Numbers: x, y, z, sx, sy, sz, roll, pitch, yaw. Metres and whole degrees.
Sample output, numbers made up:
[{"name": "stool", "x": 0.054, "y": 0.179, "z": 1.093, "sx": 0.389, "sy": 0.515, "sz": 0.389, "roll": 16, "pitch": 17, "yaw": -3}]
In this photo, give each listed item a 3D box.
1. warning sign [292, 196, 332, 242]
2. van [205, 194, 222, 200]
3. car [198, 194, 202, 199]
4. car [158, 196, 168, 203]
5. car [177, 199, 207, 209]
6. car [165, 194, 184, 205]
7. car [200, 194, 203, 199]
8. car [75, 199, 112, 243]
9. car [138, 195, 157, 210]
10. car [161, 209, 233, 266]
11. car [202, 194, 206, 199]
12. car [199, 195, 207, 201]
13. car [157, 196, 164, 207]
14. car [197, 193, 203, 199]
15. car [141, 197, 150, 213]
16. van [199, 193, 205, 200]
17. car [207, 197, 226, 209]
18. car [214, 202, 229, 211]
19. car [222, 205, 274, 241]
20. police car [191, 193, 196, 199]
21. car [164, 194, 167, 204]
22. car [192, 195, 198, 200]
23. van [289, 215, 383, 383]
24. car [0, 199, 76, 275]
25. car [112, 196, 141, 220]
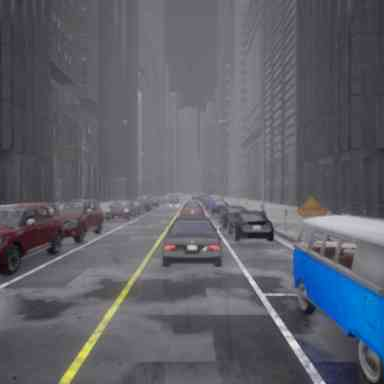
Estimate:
[{"name": "warning sign", "x": 5.064, "y": 1.101, "z": 14.112, "sx": 1.300, "sy": 1.860, "sz": 1.060, "roll": 0, "pitch": 0, "yaw": 0}, {"name": "van", "x": 2.758, "y": 1.311, "z": 38.676, "sx": 1.690, "sy": 1.788, "sz": 3.998, "roll": 0, "pitch": 0, "yaw": 0}, {"name": "car", "x": 2.752, "y": 1.544, "z": 66.722, "sx": 1.802, "sy": 1.307, "sz": 4.206, "roll": 0, "pitch": 0, "yaw": 0}, {"name": "car", "x": -5.773, "y": 1.544, "z": 66.708, "sx": 1.802, "sy": 1.307, "sz": 4.206, "roll": 0, "pitch": 0, "yaw": 0}, {"name": "car", "x": 0.044, "y": 1.540, "z": 28.766, "sx": 1.994, "sy": 1.385, "sz": 4.181, "roll": 0, "pitch": 0, "yaw": 0}, {"name": "car", "x": -3.059, "y": 1.510, "z": 58.811, "sx": 2.033, "sy": 1.411, "sz": 5.357, "roll": 0, "pitch": 0, "yaw": 1}, {"name": "car", "x": 2.755, "y": 1.529, "z": 55.503, "sx": 1.947, "sy": 1.339, "sz": 4.313, "roll": 0, "pitch": 0, "yaw": 0}, {"name": "car", "x": -5.763, "y": 1.299, "z": 16.221, "sx": 2.192, "sy": 1.841, "sz": 5.009, "roll": 0, "pitch": 0, "yaw": 0}, {"name": "car", "x": -5.767, "y": 1.284, "z": 38.660, "sx": 2.192, "sy": 1.841, "sz": 5.009, "roll": 0, "pitch": 0, "yaw": 0}, {"name": "car", "x": 0.025, "y": 1.536, "z": 11.418, "sx": 2.033, "sy": 1.411, "sz": 5.357, "roll": 0, "pitch": 0, "yaw": 1}, {"name": "car", "x": 2.757, "y": 1.407, "z": 44.285, "sx": 1.967, "sy": 1.590, "sz": 4.097, "roll": 0, "pitch": 0, "yaw": 0}, {"name": "car", "x": 2.750, "y": 1.489, "z": 83.720, "sx": 1.752, "sy": 1.417, "sz": 4.829, "roll": 0, "pitch": 0, "yaw": 0}, {"name": "car", "x": -5.769, "y": 1.530, "z": 49.879, "sx": 1.947, "sy": 1.339, "sz": 4.313, "roll": 0, "pitch": 0, "yaw": 0}, {"name": "car", "x": 2.752, "y": 1.278, "z": 72.331, "sx": 2.192, "sy": 1.841, "sz": 5.009, "roll": 0, "pitch": 0, "yaw": 0}, {"name": "car", "x": -5.767, "y": 1.523, "z": 33.051, "sx": 2.008, "sy": 1.369, "sz": 4.403, "roll": 0, "pitch": 0, "yaw": 0}, {"name": "van", "x": 2.748, "y": 1.307, "z": 94.767, "sx": 1.690, "sy": 1.788, "sz": 3.998, "roll": 0, "pitch": 0, "yaw": 0}, {"name": "car", "x": 2.758, "y": 1.518, "z": 33.068, "sx": 1.887, "sy": 1.381, "sz": 4.507, "roll": 0, "pitch": 0, "yaw": 0}, {"name": "car", "x": 2.760, "y": 1.546, "z": 21.849, "sx": 1.947, "sy": 1.339, "sz": 4.313, "roll": 0, "pitch": 0, "yaw": 0}, {"name": "car", "x": 2.761, "y": 1.550, "z": 16.240, "sx": 1.947, "sy": 1.339, "sz": 4.313, "roll": 0, "pitch": 0, "yaw": 0}, {"name": "police car", "x": 0.886, "y": 1.390, "z": 84.220, "sx": 1.930, "sy": 1.638, "sz": 5.238, "roll": 0, "pitch": 0, "yaw": 0}, {"name": "car", "x": -5.771, "y": 1.513, "z": 61.098, "sx": 2.008, "sy": 1.369, "sz": 4.403, "roll": 0, "pitch": 0, "yaw": 0}, {"name": "car", "x": 0.885, "y": 1.492, "z": 94.111, "sx": 1.812, "sy": 1.442, "sz": 4.674, "roll": 0, "pitch": 0, "yaw": 0}, {"name": "van", "x": 2.764, "y": 1.335, "z": 5.022, "sx": 1.690, "sy": 1.788, "sz": 3.998, "roll": 0, "pitch": 0, "yaw": 0}, {"name": "car", "x": -5.762, "y": 1.304, "z": 10.613, "sx": 2.192, "sy": 1.841, "sz": 5.009, "roll": 0, "pitch": 0, "yaw": 0}, {"name": "car", "x": -5.766, "y": 1.416, "z": 27.441, "sx": 1.967, "sy": 1.590, "sz": 4.097, "roll": 0, "pitch": 0, "yaw": 0}]
